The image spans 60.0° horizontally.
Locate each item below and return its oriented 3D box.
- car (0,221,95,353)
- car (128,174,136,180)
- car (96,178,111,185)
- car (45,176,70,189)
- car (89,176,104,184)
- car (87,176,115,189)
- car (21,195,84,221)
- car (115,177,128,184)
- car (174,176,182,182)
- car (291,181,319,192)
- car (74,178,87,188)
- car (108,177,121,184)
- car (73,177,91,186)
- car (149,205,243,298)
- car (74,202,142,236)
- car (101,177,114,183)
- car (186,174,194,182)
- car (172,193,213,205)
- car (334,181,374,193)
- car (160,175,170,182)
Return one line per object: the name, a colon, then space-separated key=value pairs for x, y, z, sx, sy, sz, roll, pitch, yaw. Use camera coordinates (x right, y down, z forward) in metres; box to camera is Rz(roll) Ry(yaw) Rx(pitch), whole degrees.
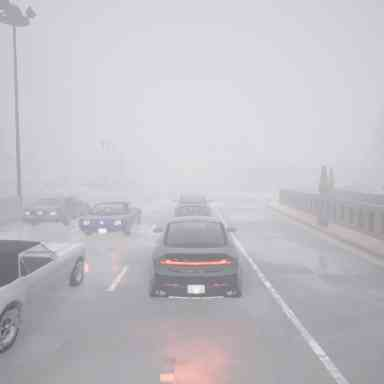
car: x=-3.422 y=1.505 z=5.925 sx=1.895 sy=1.301 sz=4.718 roll=0 pitch=2 yaw=0
car: x=-14.341 y=-2.659 z=74.787 sx=1.882 sy=1.535 sz=5.008 roll=0 pitch=3 yaw=0
car: x=-17.805 y=-2.151 z=67.198 sx=1.812 sy=1.442 sz=4.674 roll=0 pitch=3 yaw=0
car: x=-21.322 y=-1.592 z=52.986 sx=2.150 sy=2.045 sz=5.566 roll=0 pitch=3 yaw=0
car: x=-21.340 y=-2.765 z=74.513 sx=2.097 sy=1.767 sz=4.553 roll=0 pitch=3 yaw=0
car: x=-14.322 y=-1.569 z=52.605 sx=2.150 sy=2.045 sz=5.566 roll=0 pitch=3 yaw=0
car: x=-6.969 y=0.866 z=17.683 sx=2.033 sy=1.411 sz=5.357 roll=0 pitch=3 yaw=0
car: x=-14.325 y=-2.149 z=64.282 sx=2.097 sy=1.767 sz=4.553 roll=0 pitch=4 yaw=0
car: x=-3.906 y=-3.442 z=88.402 sx=1.812 sy=1.442 sz=4.674 roll=0 pitch=3 yaw=0
car: x=15.019 y=-0.649 z=42.392 sx=4.674 sy=1.442 sz=1.812 roll=0 pitch=3 yaw=2
car: x=-17.828 y=-1.500 z=56.821 sx=2.033 sy=1.411 sz=5.357 roll=0 pitch=3 yaw=0
car: x=-17.852 y=-2.715 z=76.951 sx=1.994 sy=1.385 sz=4.181 roll=0 pitch=3 yaw=0
car: x=-21.307 y=-2.035 z=64.501 sx=1.882 sy=1.535 sz=5.008 roll=0 pitch=3 yaw=0
car: x=0.070 y=1.337 z=8.142 sx=1.837 sy=1.490 sz=4.892 roll=0 pitch=2 yaw=0
car: x=-3.457 y=1.076 z=15.051 sx=1.895 sy=1.301 sz=4.718 roll=0 pitch=3 yaw=0
car: x=-21.387 y=-3.129 z=84.428 sx=1.895 sy=1.301 sz=4.718 roll=0 pitch=3 yaw=0
car: x=-0.412 y=-3.515 z=89.684 sx=2.128 sy=1.511 sz=4.902 roll=0 pitch=3 yaw=0
car: x=0.034 y=0.836 z=17.521 sx=1.837 sy=1.490 sz=4.892 roll=0 pitch=3 yaw=-1
car: x=18.462 y=-0.478 z=38.783 sx=5.008 sy=1.535 sz=1.882 roll=0 pitch=3 yaw=2
car: x=-7.406 y=-3.441 z=88.386 sx=1.812 sy=1.442 sz=4.674 roll=0 pitch=3 yaw=0
